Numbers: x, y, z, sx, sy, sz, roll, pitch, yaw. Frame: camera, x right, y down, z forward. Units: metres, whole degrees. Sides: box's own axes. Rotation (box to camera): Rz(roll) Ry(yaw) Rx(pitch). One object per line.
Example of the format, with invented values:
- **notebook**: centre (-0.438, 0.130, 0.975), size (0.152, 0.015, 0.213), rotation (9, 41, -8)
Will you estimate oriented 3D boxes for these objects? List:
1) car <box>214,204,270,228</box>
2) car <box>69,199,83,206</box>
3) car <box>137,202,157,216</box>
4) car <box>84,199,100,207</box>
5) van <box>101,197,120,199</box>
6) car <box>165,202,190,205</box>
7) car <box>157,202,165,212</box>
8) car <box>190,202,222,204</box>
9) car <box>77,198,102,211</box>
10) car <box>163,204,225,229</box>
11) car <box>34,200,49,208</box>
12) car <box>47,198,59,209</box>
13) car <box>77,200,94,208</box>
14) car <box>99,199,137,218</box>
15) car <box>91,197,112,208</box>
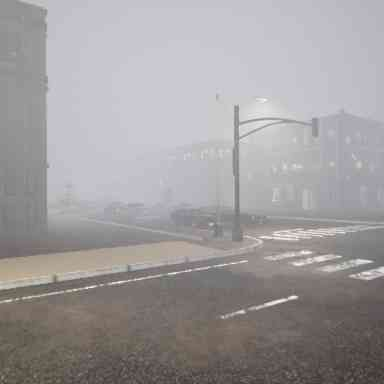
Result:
- **car**: centre (3.352, 1.800, 24.125), size (1.895, 1.301, 4.718), rotation (-1, 0, -36)
- **car**: centre (-26.701, 2.364, 76.431), size (1.947, 1.339, 4.313), rotation (-1, 0, -35)
- **car**: centre (-6.139, 1.912, 37.471), size (1.812, 1.442, 4.674), rotation (-1, 0, -35)
- **car**: centre (-20.294, 2.227, 67.402), size (1.887, 1.381, 4.507), rotation (-1, 0, -35)
- **van**: centre (-13.892, 1.907, 58.374), size (1.690, 1.788, 3.998), rotation (-1, 0, -35)
- **car**: centre (-1.073, 1.904, 40.319), size (1.802, 1.307, 4.206), rotation (-2, 0, -35)
- **car**: centre (-4.276, 1.966, 44.833), size (1.802, 1.307, 4.206), rotation (-2, 0, -35)
- **car**: centre (2.130, 1.809, 35.805), size (2.008, 1.369, 4.403), rotation (-2, 0, -35)
- **car**: centre (-16.206, 2.127, 51.798), size (2.033, 1.411, 5.357), rotation (-1, 0, -35)
- **car**: centre (0.026, 1.814, 24.081), size (1.947, 1.339, 4.313), rotation (-1, 0, -35)
- **car**: centre (-30.331, 2.376, 67.066), size (2.008, 1.369, 4.403), rotation (-1, 0, -35)
- **car**: centre (-23.825, 2.233, 57.898), size (1.752, 1.417, 4.829), rotation (-1, 0, -35)
- **car**: centre (-20.193, 2.194, 62.816), size (1.812, 1.442, 4.674), rotation (-1, 0, -35)
- **car**: centre (-7.909, 1.846, 35.467), size (1.967, 1.590, 4.097), rotation (-1, 0, -35)
- **car**: centre (-17.096, 1.940, 62.888), size (2.192, 1.841, 5.009), rotation (-1, 0, -35)
